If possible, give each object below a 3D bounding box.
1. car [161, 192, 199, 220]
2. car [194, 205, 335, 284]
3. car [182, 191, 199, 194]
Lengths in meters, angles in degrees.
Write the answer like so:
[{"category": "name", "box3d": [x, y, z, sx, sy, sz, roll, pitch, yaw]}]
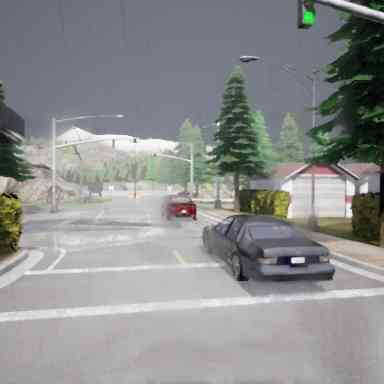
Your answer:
[{"category": "car", "box3d": [-0.970, 1.000, 22.673, 1.882, 1.535, 5.008, 0, 1, -11]}, {"category": "car", "box3d": [1.666, 1.335, 9.192, 2.033, 1.411, 5.357, 0, 2, -11]}, {"category": "car", "box3d": [-0.645, 0.463, 70.264, 4.902, 1.511, 2.128, 0, 1, -11]}]
